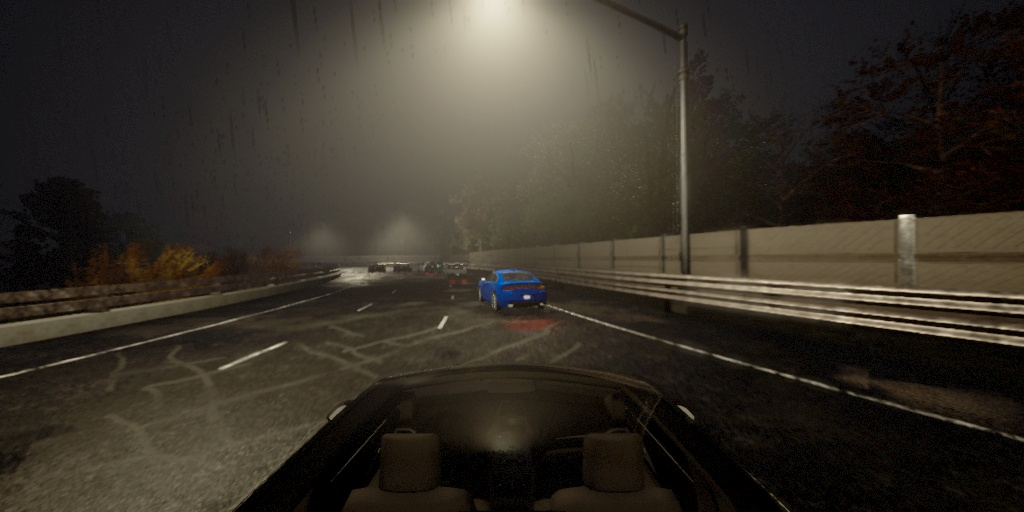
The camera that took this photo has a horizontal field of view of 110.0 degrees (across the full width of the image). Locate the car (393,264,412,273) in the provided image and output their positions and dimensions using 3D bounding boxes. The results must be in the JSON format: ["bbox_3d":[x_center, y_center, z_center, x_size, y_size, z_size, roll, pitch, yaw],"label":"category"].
[{"bbox_3d":[-16.120,1.766,52.670,1.895,1.301,4.718,0,0,-30],"label":"car"}]

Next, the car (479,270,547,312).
[{"bbox_3d":[-0.137,1.305,14.937,1.882,1.535,5.008,-1,0,-16],"label":"car"}]

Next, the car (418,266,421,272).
[{"bbox_3d":[-12.679,1.671,53.780,1.812,1.442,4.674,0,0,-30],"label":"car"}]

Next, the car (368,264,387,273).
[{"bbox_3d":[-19.265,1.781,51.124,1.895,1.301,4.718,0,0,-30],"label":"car"}]

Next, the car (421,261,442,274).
[{"bbox_3d":[-10.672,1.458,49.564,2.097,1.767,4.553,0,0,-25],"label":"car"}]

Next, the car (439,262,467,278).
[{"bbox_3d":[-6.207,1.608,38.198,1.895,1.301,4.718,0,0,-20],"label":"car"}]
